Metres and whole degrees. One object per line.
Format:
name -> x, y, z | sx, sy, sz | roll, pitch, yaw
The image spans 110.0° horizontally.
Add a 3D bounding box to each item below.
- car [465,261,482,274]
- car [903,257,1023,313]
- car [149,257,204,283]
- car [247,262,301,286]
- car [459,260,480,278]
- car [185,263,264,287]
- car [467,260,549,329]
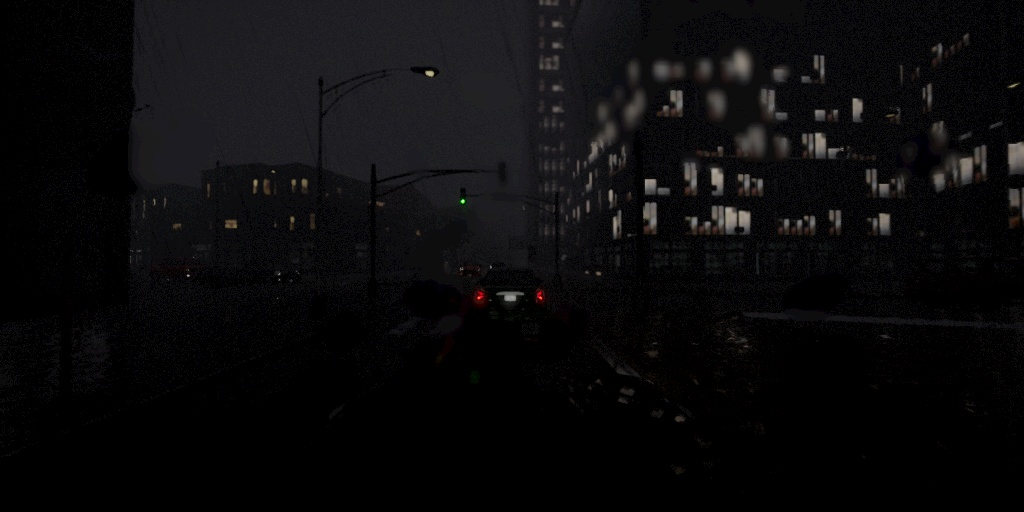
car -> -4.733, 1.370, 44.591 | 1.882, 1.535, 5.008 | 0, 0, -4
car -> 16.281, 0.949, 11.652 | 5.009, 1.841, 2.192 | 0, 0, 20
car -> -27.647, 1.149, 30.045 | 5.566, 2.045, 2.150 | 0, -1, 20
car -> -18.001, 1.228, 26.609 | 4.553, 1.767, 2.097 | 0, -1, 20
car -> -4.067, 1.214, 35.362 | 2.097, 1.767, 4.553 | 0, 0, -4
car -> -19.694, 1.399, 24.576 | 4.313, 1.339, 1.948 | 0, 0, 20
car -> -0.077, 1.134, 11.533 | 2.097, 1.767, 4.553 | 0, 0, -1
